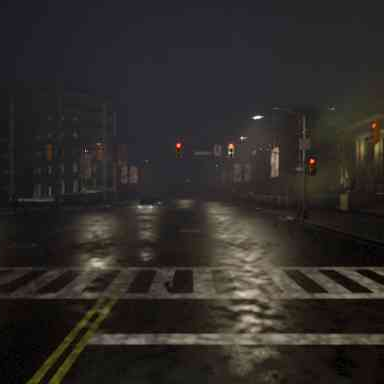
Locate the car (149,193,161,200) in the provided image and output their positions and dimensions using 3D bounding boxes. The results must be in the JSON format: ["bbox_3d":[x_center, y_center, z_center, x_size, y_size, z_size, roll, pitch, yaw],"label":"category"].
[{"bbox_3d":[-9.072,1.147,81.069,1.882,1.535,5.008,0,0,-21],"label":"car"}]

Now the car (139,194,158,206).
[{"bbox_3d":[-6.909,1.269,50.955,1.882,1.535,5.008,0,0,1],"label":"car"}]

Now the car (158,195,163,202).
[{"bbox_3d":[-6.813,1.276,66.270,2.033,1.411,5.357,0,0,1],"label":"car"}]
